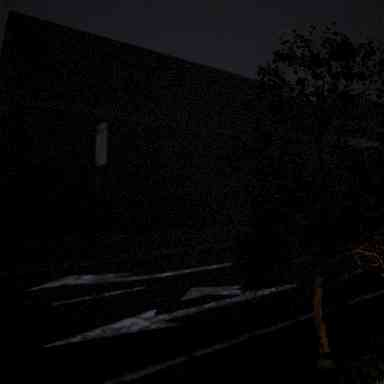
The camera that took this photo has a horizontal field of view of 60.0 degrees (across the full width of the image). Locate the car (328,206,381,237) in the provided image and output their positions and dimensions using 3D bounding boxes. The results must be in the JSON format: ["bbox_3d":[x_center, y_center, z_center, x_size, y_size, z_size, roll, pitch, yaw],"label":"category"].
[{"bbox_3d":[8.422,1.418,15.788,5.008,1.535,2.097,0,0,-31],"label":"car"}]
